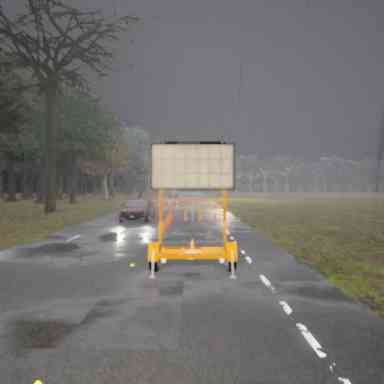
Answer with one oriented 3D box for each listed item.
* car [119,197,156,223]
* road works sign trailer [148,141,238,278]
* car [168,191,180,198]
[{"bbox_3d":[-3.553,1.146,22.198,1.882,1.535,5.008,0,1,0],"label":"car"},{"bbox_3d":[0.021,0.331,9.647,2.380,3.560,2.880,0,1,0],"label":"road works sign trailer"},{"bbox_3d":[-3.403,0.459,63.280,1.812,1.442,4.674,0,1,1],"label":"car"}]
